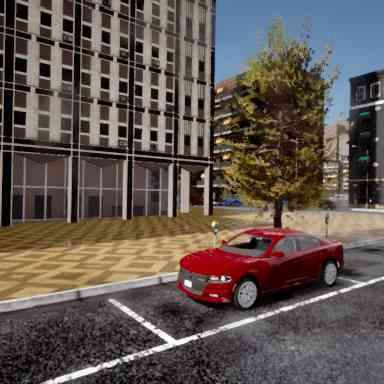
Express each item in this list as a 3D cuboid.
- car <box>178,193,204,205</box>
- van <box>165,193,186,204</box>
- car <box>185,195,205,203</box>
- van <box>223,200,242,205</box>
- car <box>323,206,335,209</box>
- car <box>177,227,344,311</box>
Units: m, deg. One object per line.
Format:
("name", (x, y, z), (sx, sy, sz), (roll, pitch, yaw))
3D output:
("car", (0.341, 1.124, 52.900), (2.192, 1.841, 5.009), (2, -1, -36))
("van", (-2.951, 1.136, 57.468), (1.690, 1.788, 3.998), (1, -1, -36))
("car", (0.553, 1.378, 66.935), (1.967, 1.590, 4.097), (1, -1, -36))
("van", (7.138, 1.307, 57.798), (1.690, 1.788, 3.998), (1, -1, -36))
("car", (17.010, 1.578, 44.090), (1.947, 1.339, 4.313), (2, -1, -36))
("car", (1.753, 1.546, 7.810), (4.507, 1.381, 1.887), (0, 1, -36))
